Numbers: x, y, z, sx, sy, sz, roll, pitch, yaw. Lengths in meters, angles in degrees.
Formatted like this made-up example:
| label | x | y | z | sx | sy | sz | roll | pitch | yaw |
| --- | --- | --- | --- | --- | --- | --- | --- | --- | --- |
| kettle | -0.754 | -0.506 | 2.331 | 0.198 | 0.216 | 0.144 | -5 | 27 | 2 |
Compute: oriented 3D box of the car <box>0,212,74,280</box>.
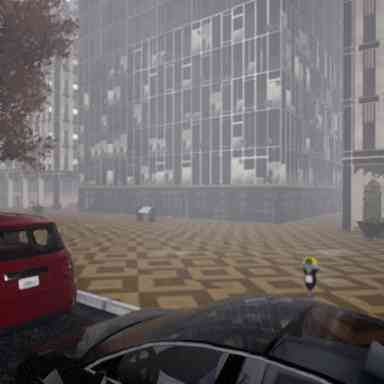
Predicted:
| label | x | y | z | sx | sy | sz | roll | pitch | yaw |
| --- | --- | --- | --- | --- | --- | --- | --- | --- | --- |
| car | -4.115 | 1.278 | 5.835 | 5.009 | 1.841 | 2.192 | 0 | 0 | 36 |

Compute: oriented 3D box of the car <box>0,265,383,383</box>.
| label | x | y | z | sx | sy | sz | roll | pitch | yaw |
| --- | --- | --- | --- | --- | --- | --- | --- | --- | --- |
| car | 0.371 | 1.560 | 2.616 | 4.313 | 1.339 | 1.947 | 0 | 0 | 36 |
